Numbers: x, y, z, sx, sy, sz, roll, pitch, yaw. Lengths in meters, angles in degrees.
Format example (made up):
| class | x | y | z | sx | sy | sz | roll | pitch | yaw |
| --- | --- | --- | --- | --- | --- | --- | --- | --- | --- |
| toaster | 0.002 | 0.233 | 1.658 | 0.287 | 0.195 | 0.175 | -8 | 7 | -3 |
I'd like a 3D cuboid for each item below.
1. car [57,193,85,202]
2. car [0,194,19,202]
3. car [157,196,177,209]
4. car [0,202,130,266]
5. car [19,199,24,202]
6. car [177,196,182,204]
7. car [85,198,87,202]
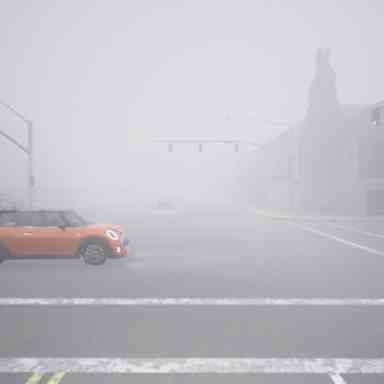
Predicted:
| class | x | y | z | sx | sy | sz | roll | pitch | yaw |
| --- | --- | --- | --- | --- | --- | --- | --- | --- | --- |
| car | -21.283 | 1.087 | 57.721 | 3.866 | 1.878 | 1.905 | 0 | 0 | 0 |
| car | -21.372 | 1.112 | 35.204 | 4.605 | 1.855 | 1.932 | 0 | 0 | 0 |
| car | -3.440 | 1.547 | 43.904 | 1.895 | 1.301 | 4.718 | 0 | 0 | 2 |
| car | -4.377 | 1.327 | 10.927 | 4.553 | 1.767 | 2.097 | 0 | 0 | -3 |
| car | -21.309 | 1.111 | 38.098 | 3.866 | 1.878 | 1.905 | 0 | 0 | 0 |
| car | -2.873 | 1.415 | 62.209 | 2.128 | 1.511 | 4.902 | 0 | 0 | 2 |
| car | -21.262 | 1.323 | 60.617 | 3.806 | 1.475 | 1.970 | 0 | 0 | 0 |
